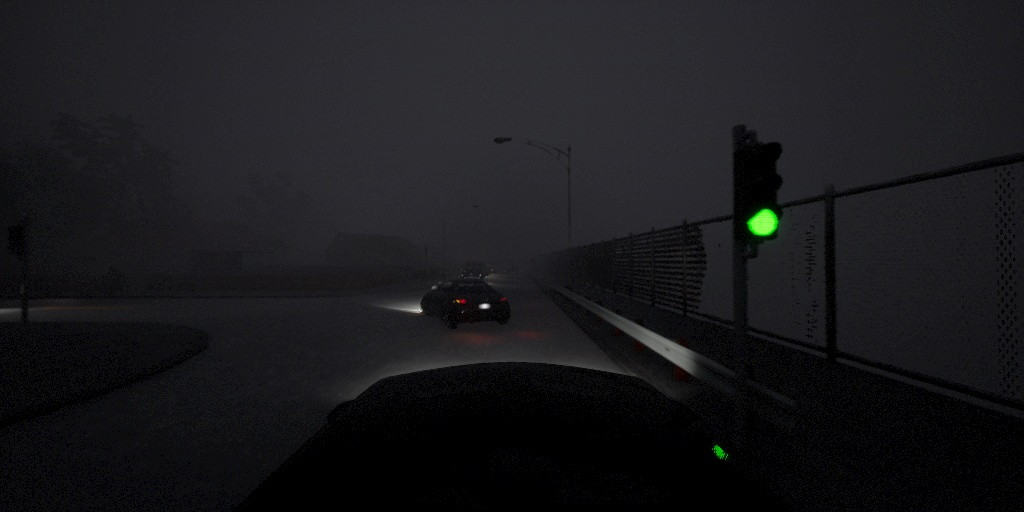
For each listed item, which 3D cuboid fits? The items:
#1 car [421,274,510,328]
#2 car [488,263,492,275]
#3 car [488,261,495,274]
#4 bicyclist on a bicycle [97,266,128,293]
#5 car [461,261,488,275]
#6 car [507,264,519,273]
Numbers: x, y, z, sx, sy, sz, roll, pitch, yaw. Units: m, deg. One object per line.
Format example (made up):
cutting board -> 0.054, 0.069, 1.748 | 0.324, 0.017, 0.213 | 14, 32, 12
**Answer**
car -> -1.713, 1.472, 12.304 | 1.994, 1.385, 4.181 | 1, -1, -27
car -> -4.068, 1.972, 48.466 | 1.812, 1.442, 4.674 | 0, -1, 0
car -> -3.986, 1.827, 59.210 | 2.150, 2.045, 5.566 | 0, -1, 0
bicyclist on a bicycle -> -23.789, 1.393, 21.401 | 0.582, 1.620, 1.656 | 0, -1, 0
car -> -4.089, 1.520, 38.555 | 2.150, 2.045, 5.566 | 0, -1, 0
car -> 0.115, 2.120, 60.721 | 2.128, 1.511, 4.902 | 0, -1, 0
